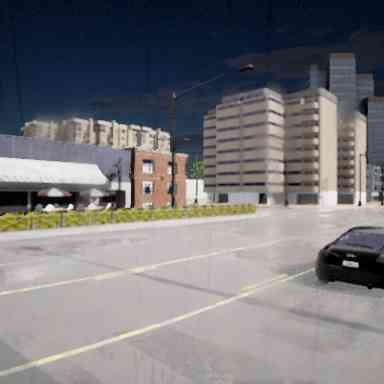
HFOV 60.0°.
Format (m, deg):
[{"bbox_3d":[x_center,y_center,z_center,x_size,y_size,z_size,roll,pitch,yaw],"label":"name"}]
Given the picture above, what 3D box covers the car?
[{"bbox_3d":[5.033,1.623,8.987,4.181,1.385,1.994,0,0,-45],"label":"car"}]
